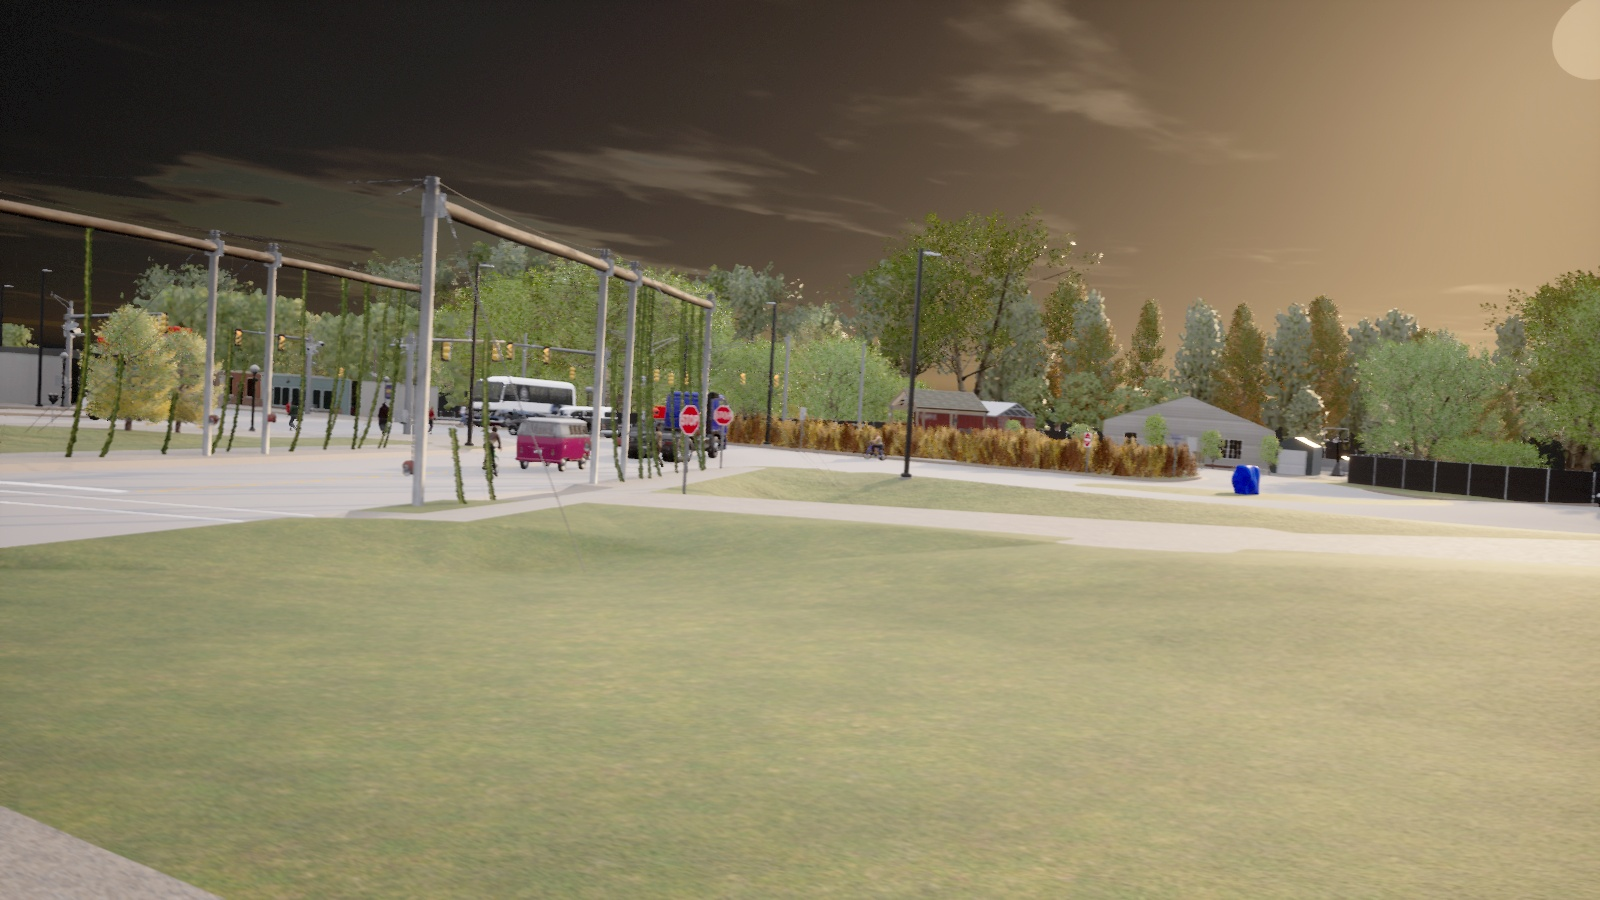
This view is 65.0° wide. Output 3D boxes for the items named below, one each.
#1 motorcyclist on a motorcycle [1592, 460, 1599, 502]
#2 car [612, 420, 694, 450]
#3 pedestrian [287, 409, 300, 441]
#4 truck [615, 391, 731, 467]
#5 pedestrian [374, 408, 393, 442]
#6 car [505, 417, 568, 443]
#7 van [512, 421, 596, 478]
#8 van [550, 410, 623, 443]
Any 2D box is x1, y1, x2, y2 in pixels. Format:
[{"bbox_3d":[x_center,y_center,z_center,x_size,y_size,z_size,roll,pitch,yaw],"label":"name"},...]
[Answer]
[{"bbox_3d":[30.365,1.158,46.921,0.866,1.530,2.191,2,1,44],"label":"motorcyclist on a motorcycle"},{"bbox_3d":[-8.746,-0.940,74.642,4.514,1.525,2.007,4,4,32],"label":"car"},{"bbox_3d":[-29.560,-1.459,73.225,0.614,1.847,0.353,4,3,27],"label":"pedestrian"},{"bbox_3d":[-6.252,-1.177,63.384,2.891,3.462,7.936,3,3,16],"label":"truck"},{"bbox_3d":[-23.415,-1.409,70.610,0.899,1.844,0.634,5,4,45],"label":"pedestrian"},{"bbox_3d":[-16.727,-1.283,79.655,3.705,1.549,1.789,2,2,32],"label":"car"},{"bbox_3d":[-9.343,-0.070,48.033,1.775,1.987,4.442,3,1,7],"label":"van"},{"bbox_3d":[-13.969,-1.571,82.255,4.480,2.038,2.069,2,2,33],"label":"van"}]
